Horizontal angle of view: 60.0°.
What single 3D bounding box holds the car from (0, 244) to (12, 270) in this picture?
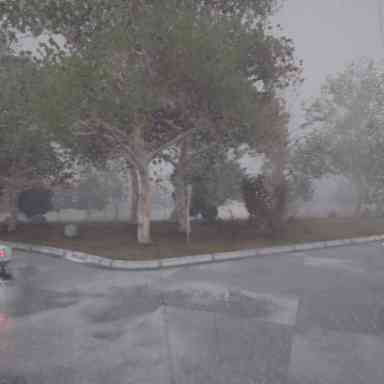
[{"bbox_3d":[-6.918,1.525,8.630,4.718,1.301,1.895,1,0,30],"label":"car"}]
